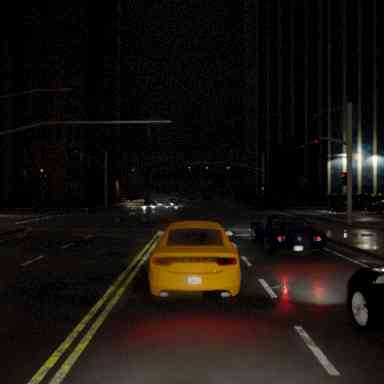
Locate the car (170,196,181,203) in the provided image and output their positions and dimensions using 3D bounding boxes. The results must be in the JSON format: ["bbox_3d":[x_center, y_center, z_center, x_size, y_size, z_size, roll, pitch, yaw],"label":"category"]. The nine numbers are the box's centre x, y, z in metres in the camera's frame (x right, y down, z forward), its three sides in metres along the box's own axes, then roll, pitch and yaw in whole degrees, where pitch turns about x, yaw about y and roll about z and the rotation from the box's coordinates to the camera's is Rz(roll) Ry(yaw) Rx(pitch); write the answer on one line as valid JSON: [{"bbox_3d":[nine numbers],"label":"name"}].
[{"bbox_3d":[-3.358,1.590,68.366,1.994,1.385,4.181,0,0,1],"label":"car"}]

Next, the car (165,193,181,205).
[{"bbox_3d":[-3.442,1.244,59.007,2.150,2.045,5.566,0,0,0],"label":"car"}]

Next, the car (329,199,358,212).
[{"bbox_3d":[19.006,1.562,38.883,5.357,1.411,2.033,0,0,0],"label":"car"}]

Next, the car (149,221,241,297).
[{"bbox_3d":[0.074,1.481,8.631,1.882,1.535,5.008,0,0,1],"label":"car"}]

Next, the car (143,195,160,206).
[{"bbox_3d":[-6.964,1.526,56.061,1.837,1.490,4.892,0,0,0],"label":"car"}]

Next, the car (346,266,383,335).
[{"bbox_3d":[3.609,1.507,3.906,1.837,1.490,4.892,0,0,0],"label":"car"}]

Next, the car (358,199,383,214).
[{"bbox_3d":[20.924,1.505,35.401,4.902,1.511,2.128,0,0,-1],"label":"car"}]

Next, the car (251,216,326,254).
[{"bbox_3d":[3.611,1.606,13.442,1.895,1.301,4.718,0,0,0],"label":"car"}]

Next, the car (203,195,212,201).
[{"bbox_3d":[3.675,1.459,79.561,1.837,1.490,4.892,0,0,0],"label":"car"}]

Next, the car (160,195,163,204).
[{"bbox_3d":[-6.895,1.377,65.248,2.097,1.767,4.553,0,0,1],"label":"car"}]

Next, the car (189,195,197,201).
[{"bbox_3d":[0.176,1.398,80.109,1.994,1.385,4.181,0,0,0],"label":"car"}]
